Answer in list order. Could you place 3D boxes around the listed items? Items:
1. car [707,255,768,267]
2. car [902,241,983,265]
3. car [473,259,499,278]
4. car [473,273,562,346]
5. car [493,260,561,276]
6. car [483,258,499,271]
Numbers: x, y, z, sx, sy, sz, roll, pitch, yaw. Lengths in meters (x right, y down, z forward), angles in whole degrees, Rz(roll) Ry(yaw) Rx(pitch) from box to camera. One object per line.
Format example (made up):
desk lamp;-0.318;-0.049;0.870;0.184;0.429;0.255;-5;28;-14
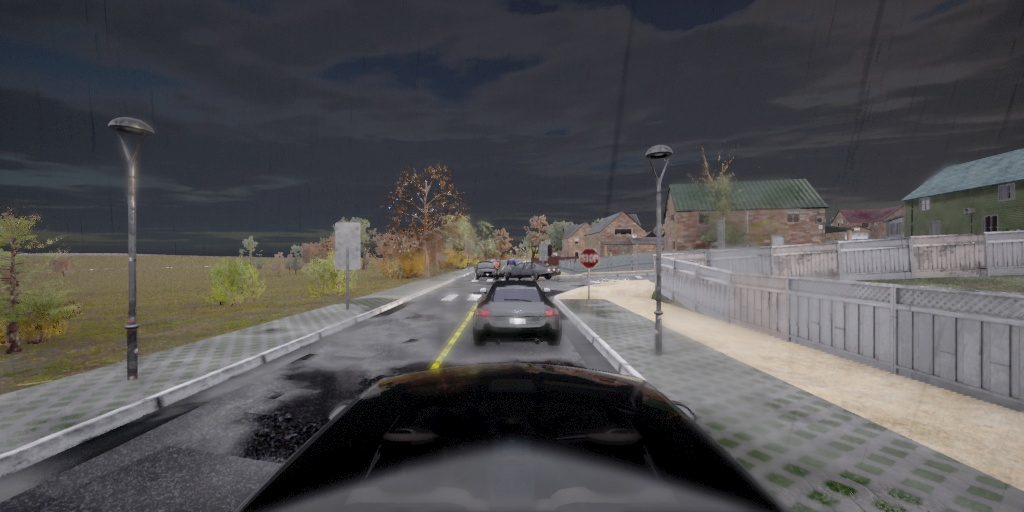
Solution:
car;14.351;0.413;22.808;4.181;1.385;1.994;-3;0;16
car;23.855;-0.208;20.403;4.902;1.511;2.128;-3;0;14
car;-2.302;1.257;31.314;1.837;1.490;4.892;0;0;-8
car;0.089;1.313;9.392;1.994;1.385;4.181;0;0;-1
car;1.290;1.197;28.409;5.357;1.411;2.033;-4;-3;43
car;-2.933;1.120;51.131;2.097;1.767;4.553;0;0;1
